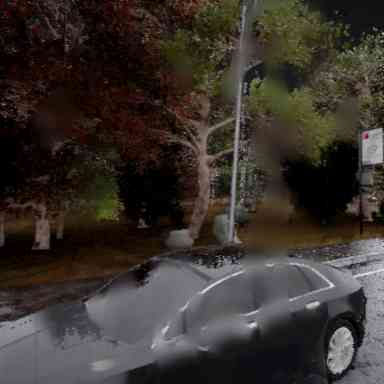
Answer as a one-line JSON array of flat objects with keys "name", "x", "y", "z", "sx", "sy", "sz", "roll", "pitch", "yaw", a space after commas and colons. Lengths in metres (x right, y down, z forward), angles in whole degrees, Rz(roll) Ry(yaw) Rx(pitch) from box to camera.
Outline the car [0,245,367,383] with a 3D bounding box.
[{"name": "car", "x": 0.103, "y": 1.488, "z": 3.904, "sx": 4.892, "sy": 1.490, "sz": 1.837, "roll": 0, "pitch": 0, "yaw": -34}]
